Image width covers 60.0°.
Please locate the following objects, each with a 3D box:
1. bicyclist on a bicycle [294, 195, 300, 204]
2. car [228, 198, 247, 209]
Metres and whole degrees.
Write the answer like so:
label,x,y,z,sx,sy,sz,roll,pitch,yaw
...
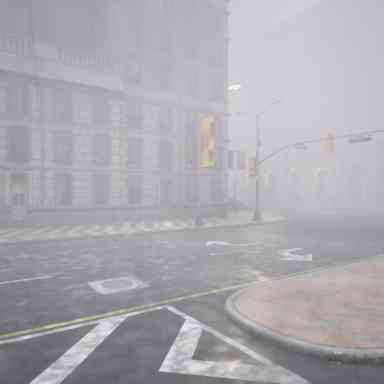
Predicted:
label,x,y,z,sx,sy,sz,roll,pitch,yaw
bicyclist on a bicycle,18.027,1.300,57.169,1.656,1.620,0.582,0,0,-35
car,5.226,1.491,44.098,2.128,1.511,4.902,0,0,-35
